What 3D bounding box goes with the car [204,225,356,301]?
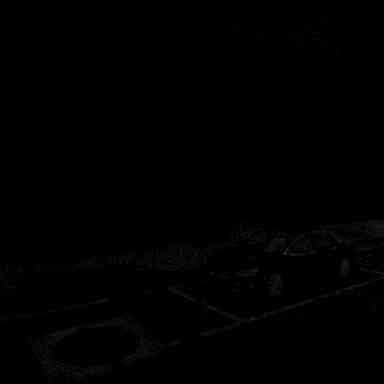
[{"bbox_3d":[2.306,1.539,8.181,4.403,1.369,2.008,0,0,-36],"label":"car"}]
